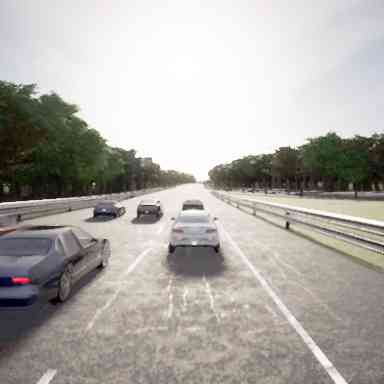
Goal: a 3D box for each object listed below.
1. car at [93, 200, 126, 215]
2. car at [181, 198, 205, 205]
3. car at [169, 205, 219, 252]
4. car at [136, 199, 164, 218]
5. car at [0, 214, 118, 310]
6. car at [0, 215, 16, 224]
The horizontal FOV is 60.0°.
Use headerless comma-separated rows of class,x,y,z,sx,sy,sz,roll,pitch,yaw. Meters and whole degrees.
car,-6.913,1.370,28.194,1.994,1.385,4.181,0,1,0
car,0.090,1.273,29.335,1.882,1.535,5.008,0,1,0
car,0.090,1.462,13.564,1.812,1.442,4.674,0,1,0
car,-3.414,1.302,27.731,2.128,1.511,4.902,0,1,0
car,-3.432,1.522,8.029,2.033,1.411,5.357,0,0,0
car,-6.917,1.434,10.996,1.882,1.535,5.008,0,0,0
